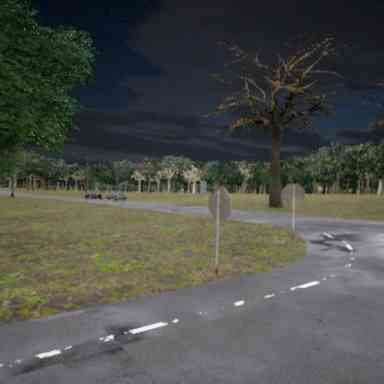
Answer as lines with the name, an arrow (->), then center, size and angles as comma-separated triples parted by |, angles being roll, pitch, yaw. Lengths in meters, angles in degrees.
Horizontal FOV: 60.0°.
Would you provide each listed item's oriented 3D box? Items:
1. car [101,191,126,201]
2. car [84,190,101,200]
car -> -11.912, 0.641, 51.919 | 2.128, 1.511, 4.902 | 2, -1, -35
car -> -17.895, 0.452, 60.242 | 2.097, 1.767, 4.553 | 2, -1, -36
